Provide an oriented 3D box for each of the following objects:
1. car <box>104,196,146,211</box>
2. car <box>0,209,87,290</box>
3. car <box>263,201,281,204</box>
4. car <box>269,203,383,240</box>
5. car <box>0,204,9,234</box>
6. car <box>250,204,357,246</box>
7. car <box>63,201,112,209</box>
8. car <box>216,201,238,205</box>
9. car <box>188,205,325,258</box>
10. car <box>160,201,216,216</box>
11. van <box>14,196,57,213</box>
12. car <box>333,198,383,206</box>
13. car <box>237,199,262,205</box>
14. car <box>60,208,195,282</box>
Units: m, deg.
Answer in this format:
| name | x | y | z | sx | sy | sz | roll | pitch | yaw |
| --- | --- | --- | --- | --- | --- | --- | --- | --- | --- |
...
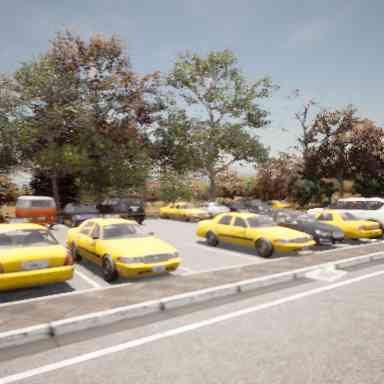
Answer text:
| name | x | y | z | sx | sy | sz | roll | pitch | yaw |
| --- | --- | --- | --- | --- | --- | --- | --- | --- | --- |
| car | -5.344 | 1.283 | 24.338 | 2.435 | 2.045 | 5.566 | 1 | 0 | -35 |
| car | -4.710 | 1.483 | 8.960 | 1.946 | 1.575 | 5.366 | 0 | 0 | -35 |
| car | 5.861 | 1.508 | 32.262 | 2.185 | 1.767 | 4.553 | 1 | 0 | -35 |
| car | 6.622 | 1.575 | 16.971 | 1.946 | 1.575 | 5.366 | 1 | 0 | -35 |
| car | -12.233 | 1.511 | 19.468 | 2.163 | 1.488 | 4.792 | 0 | 0 | -35 |
| car | 4.459 | 1.559 | 15.222 | 2.231 | 1.521 | 4.892 | 0 | 0 | -35 |
| car | -7.574 | 1.544 | 22.692 | 2.163 | 1.488 | 4.792 | 1 | 0 | -35 |
| car | 1.458 | 1.634 | 29.108 | 2.002 | 1.452 | 4.674 | 1 | 0 | -35 |
| car | 2.303 | 1.535 | 13.463 | 1.946 | 1.575 | 5.366 | 1 | 0 | -35 |
| car | -0.698 | 1.571 | 27.359 | 1.946 | 1.575 | 5.366 | 1 | 0 | -35 |
| van | -10.020 | 1.270 | 21.140 | 1.878 | 1.987 | 4.442 | 0 | 0 | -35 |
| car | 8.982 | 1.347 | 18.446 | 2.435 | 2.045 | 5.566 | 1 | 0 | -35 |
| car | 3.735 | 1.644 | 30.685 | 2.163 | 1.488 | 4.792 | 1 | 0 | -35 |
| car | -2.330 | 1.497 | 10.189 | 1.946 | 1.575 | 5.366 | 1 | 0 | -35 |
